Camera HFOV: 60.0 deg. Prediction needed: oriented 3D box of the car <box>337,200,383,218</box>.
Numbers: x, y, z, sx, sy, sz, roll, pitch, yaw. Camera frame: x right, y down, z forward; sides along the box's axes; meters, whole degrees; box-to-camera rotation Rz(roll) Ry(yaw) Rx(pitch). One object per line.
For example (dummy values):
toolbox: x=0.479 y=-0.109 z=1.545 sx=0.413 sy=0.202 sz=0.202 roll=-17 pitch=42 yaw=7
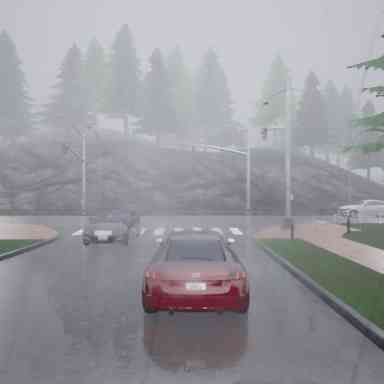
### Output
car: x=14.352 y=1.363 z=27.158 sx=4.674 sy=1.442 sz=1.812 roll=0 pitch=0 yaw=0

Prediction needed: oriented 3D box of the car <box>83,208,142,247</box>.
car: x=-3.453 y=1.496 z=15.169 sx=2.128 sy=1.511 sz=4.902 roll=0 pitch=0 yaw=-1

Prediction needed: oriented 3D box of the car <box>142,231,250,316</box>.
car: x=0.078 y=1.564 z=7.625 sx=1.994 sy=1.385 sz=4.181 roll=0 pitch=0 yaw=0
